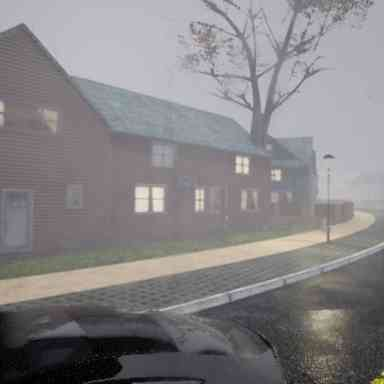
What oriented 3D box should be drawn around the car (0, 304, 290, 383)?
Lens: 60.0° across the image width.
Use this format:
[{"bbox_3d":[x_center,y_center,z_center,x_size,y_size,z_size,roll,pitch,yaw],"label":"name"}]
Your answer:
[{"bbox_3d":[-1.308,1.531,1.774,4.674,1.442,1.812,1,0,-38],"label":"car"}]
